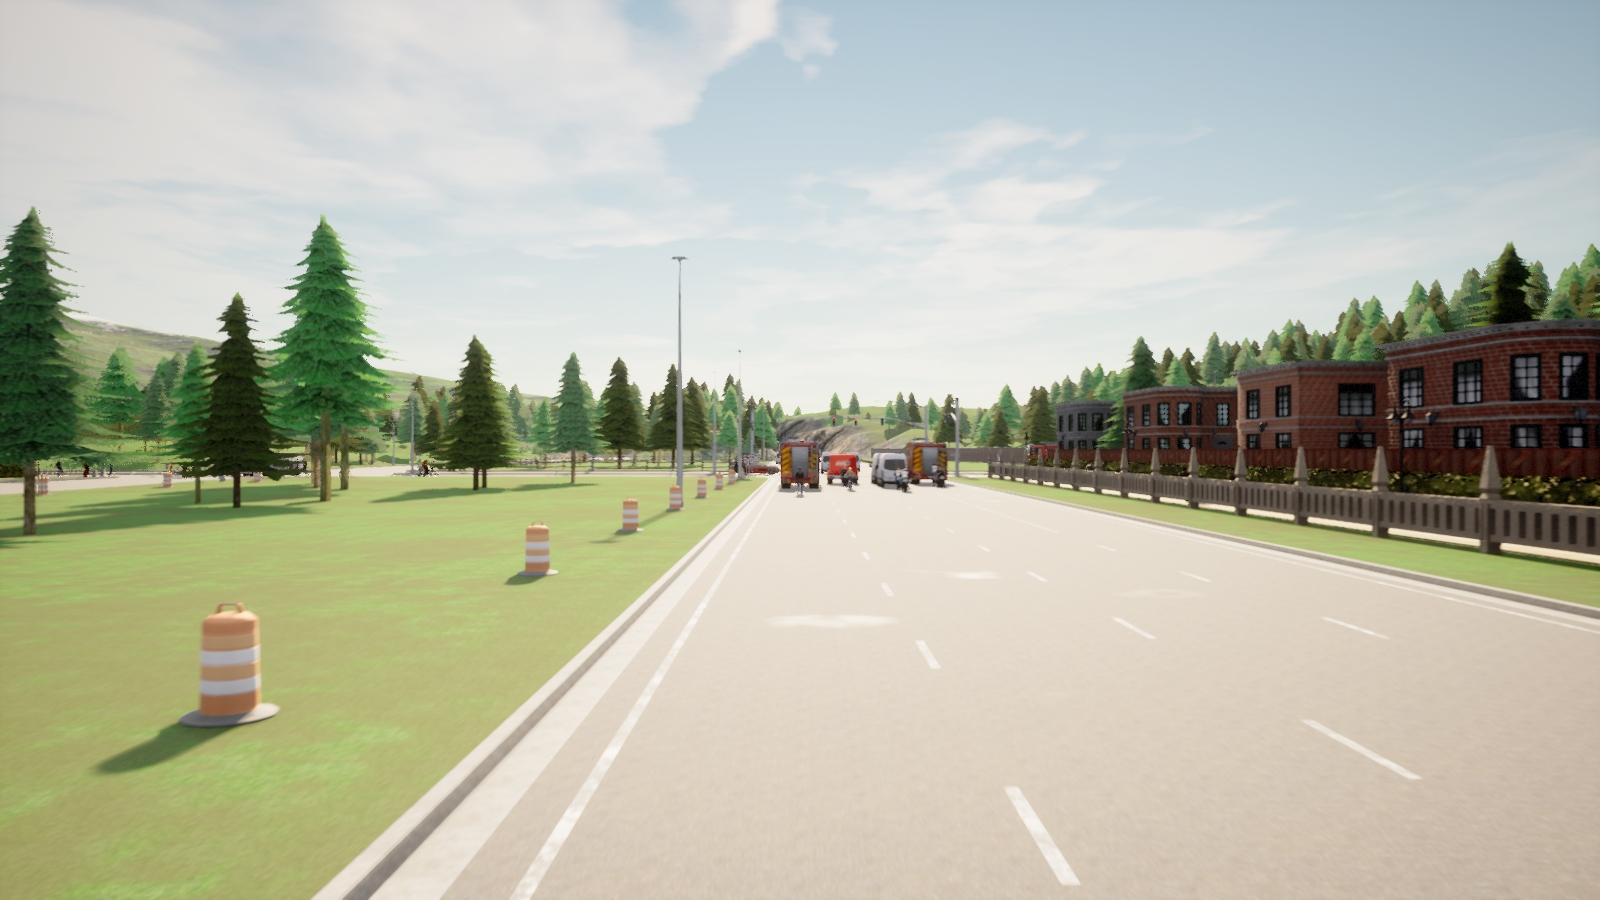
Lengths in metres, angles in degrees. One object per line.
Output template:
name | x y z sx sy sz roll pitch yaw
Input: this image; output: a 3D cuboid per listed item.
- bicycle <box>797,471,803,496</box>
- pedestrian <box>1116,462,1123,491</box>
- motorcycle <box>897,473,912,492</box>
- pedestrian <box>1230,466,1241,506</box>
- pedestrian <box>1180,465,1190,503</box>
bicycle | -0.007 2.060 70.771 0.329 1.471 1.835 0 0 0
pedestrian | 20.315 1.697 72.671 0.375 1.860 0.375 0 0 0
motorcycle | 6.999 2.186 76.601 0.803 1.199 2.033 0 0 0
pedestrian | 20.625 1.699 54.156 0.375 1.860 0.375 0 0 0
pedestrian | 19.188 1.697 56.944 0.375 1.860 0.375 0 0 1
